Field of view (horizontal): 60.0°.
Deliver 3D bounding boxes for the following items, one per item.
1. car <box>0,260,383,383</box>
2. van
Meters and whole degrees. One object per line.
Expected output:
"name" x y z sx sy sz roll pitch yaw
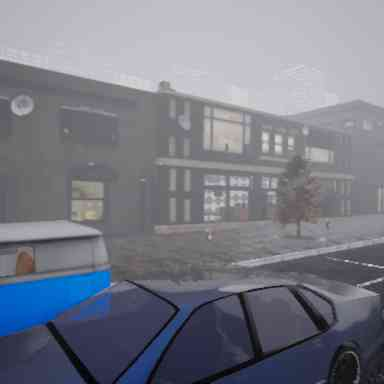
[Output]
"car" -0.011 1.548 3.371 5.357 1.411 2.033 0 0 -36
"van" -3.064 1.341 4.316 3.998 1.788 1.690 0 1 -35
